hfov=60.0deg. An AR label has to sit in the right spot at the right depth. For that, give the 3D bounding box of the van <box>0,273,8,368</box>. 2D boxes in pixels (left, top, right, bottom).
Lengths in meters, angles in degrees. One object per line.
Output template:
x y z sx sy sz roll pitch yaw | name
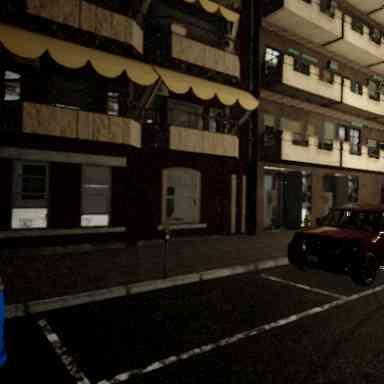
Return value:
-4.001 1.343 3.216 3.998 1.788 1.690 0 1 -35 | van

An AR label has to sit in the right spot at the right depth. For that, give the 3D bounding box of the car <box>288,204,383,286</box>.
5.004 1.311 9.639 5.009 1.841 2.192 0 1 -35 | car
